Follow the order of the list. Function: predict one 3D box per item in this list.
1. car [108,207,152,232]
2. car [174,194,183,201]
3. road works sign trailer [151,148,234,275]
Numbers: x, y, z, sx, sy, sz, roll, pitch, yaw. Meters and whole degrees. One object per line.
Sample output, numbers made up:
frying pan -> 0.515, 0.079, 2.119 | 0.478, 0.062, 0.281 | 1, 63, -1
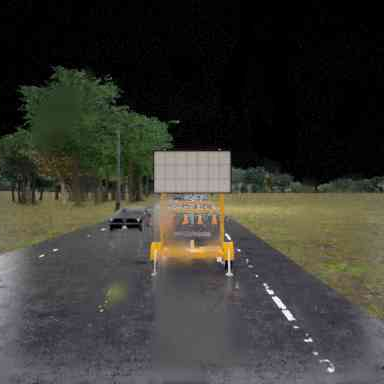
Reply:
car -> -3.556, 1.552, 19.785 | 1.895, 1.301, 4.718 | 0, 0, 0
car -> -2.937, 1.166, 73.952 | 1.994, 1.385, 4.181 | 0, 1, 1
road works sign trailer -> 0.010, 0.445, 10.314 | 2.380, 3.560, 2.880 | 0, 0, 0
